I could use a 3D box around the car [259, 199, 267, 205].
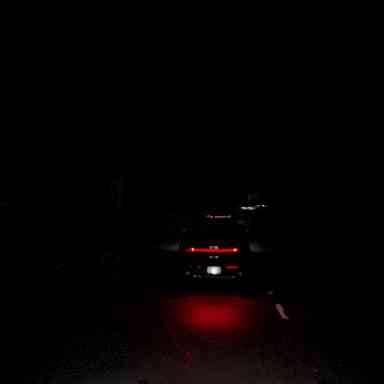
[{"bbox_3d":[15.722,2.277,74.871,2.033,1.411,5.357,0,-1,19],"label":"car"}]

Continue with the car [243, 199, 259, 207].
[{"bbox_3d":[10.399,2.046,60.515,1.994,1.385,4.181,-1,-1,22],"label":"car"}]

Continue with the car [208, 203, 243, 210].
[{"bbox_3d":[1.743,1.504,19.563,2.128,1.511,4.902,0,0,8],"label":"car"}]

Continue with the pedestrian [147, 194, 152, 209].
[{"bbox_3d":[-5.178,1.122,40.388,0.375,1.860,0.375,0,-4,11],"label":"pedestrian"}]

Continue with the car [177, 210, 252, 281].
[{"bbox_3d":[0.670,1.510,9.860,1.837,1.490,4.892,0,0,4],"label":"car"}]
